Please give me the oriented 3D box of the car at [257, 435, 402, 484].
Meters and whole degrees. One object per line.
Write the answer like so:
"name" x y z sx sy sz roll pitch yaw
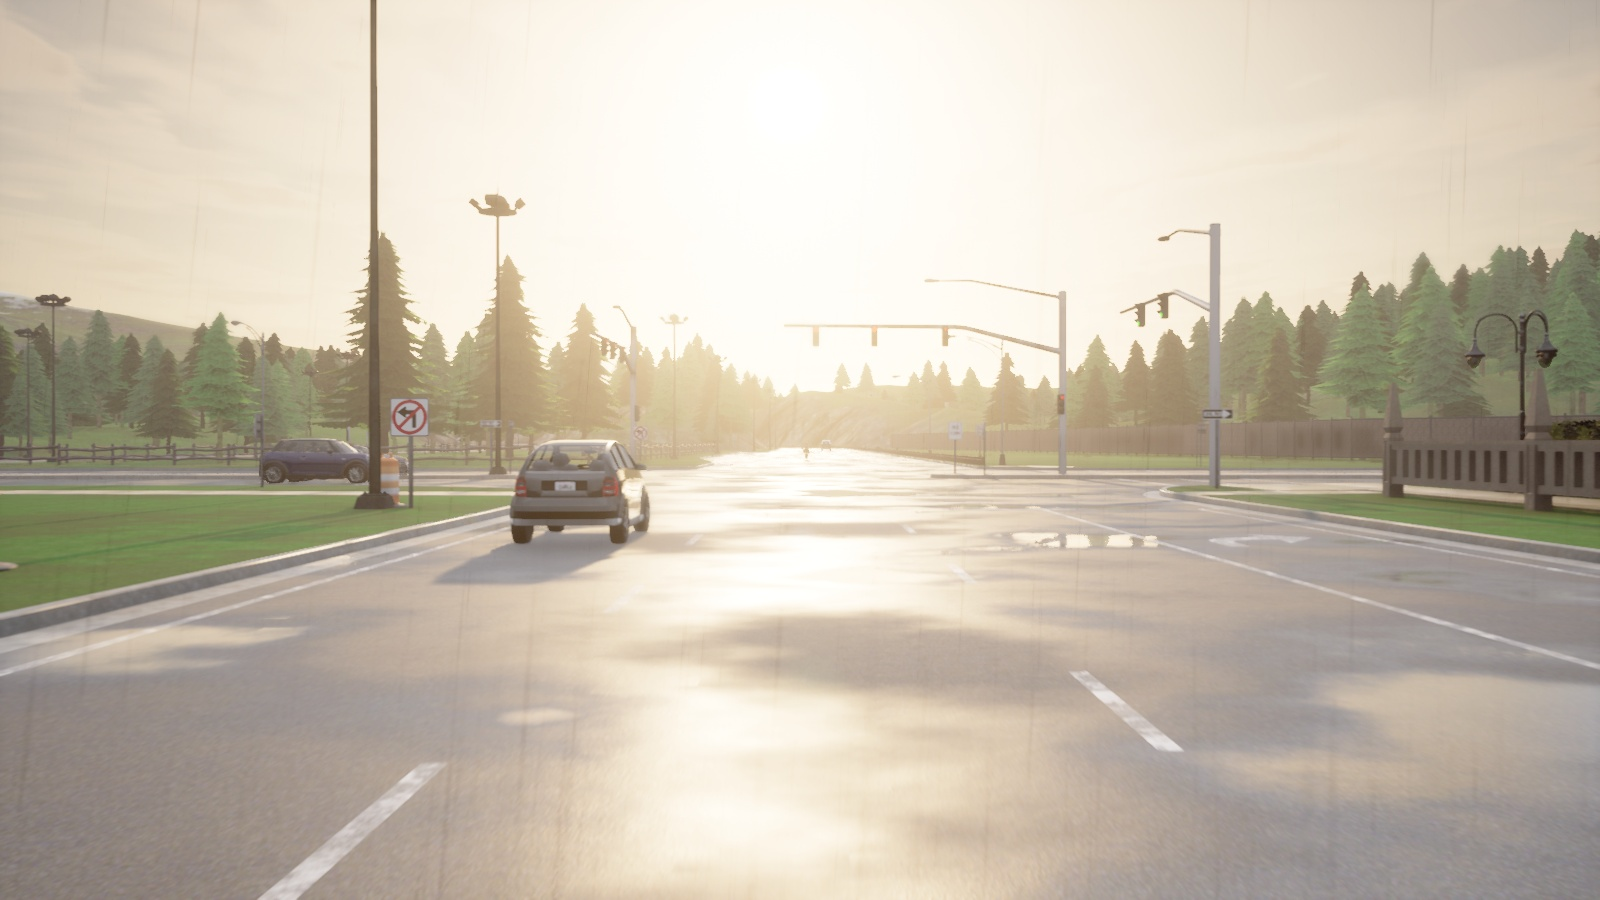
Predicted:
"car" -17.321 0.330 46.384 4.553 1.767 2.097 0 0 1

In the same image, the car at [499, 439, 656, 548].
"car" -3.381 0.611 19.732 1.789 1.549 3.705 0 0 0

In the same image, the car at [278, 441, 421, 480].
"car" -17.853 0.407 49.893 4.902 1.511 2.128 0 0 1
